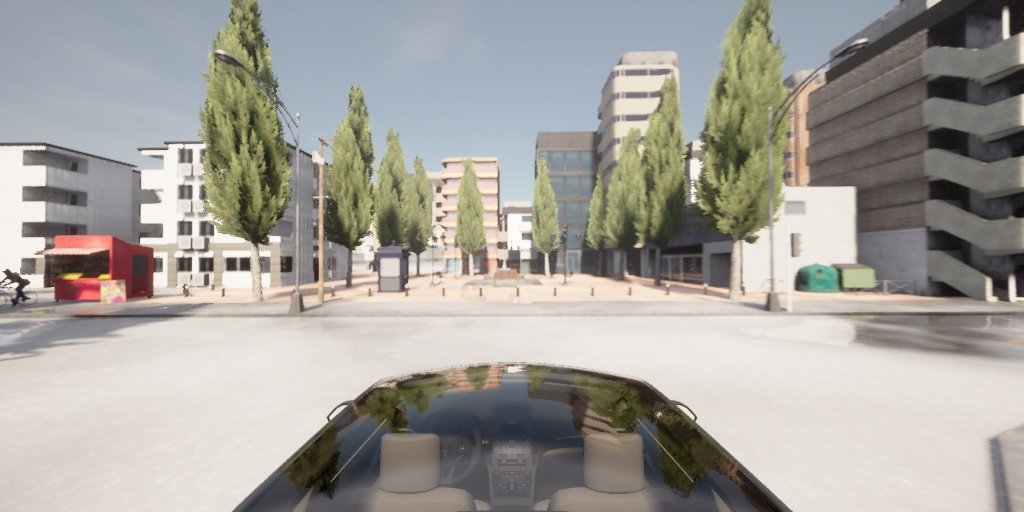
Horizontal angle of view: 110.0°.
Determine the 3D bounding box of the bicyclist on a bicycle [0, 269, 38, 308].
[{"bbox_3d":[-21.333,1.396,15.303,0.582,1.620,1.656,0,-1,1],"label":"bicyclist on a bicycle"}]
